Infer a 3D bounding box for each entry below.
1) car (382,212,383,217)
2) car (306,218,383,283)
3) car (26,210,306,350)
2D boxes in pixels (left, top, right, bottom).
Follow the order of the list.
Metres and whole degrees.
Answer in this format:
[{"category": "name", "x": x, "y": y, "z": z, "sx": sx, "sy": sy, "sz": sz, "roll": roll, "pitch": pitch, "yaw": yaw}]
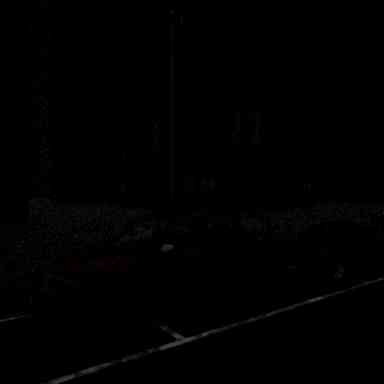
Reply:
[{"category": "car", "x": 8.908, "y": 1.309, "z": 12.999, "sx": 5.009, "sy": 1.841, "sz": 2.192, "roll": 0, "pitch": 0, "yaw": -35}, {"category": "car", "x": 4.286, "y": 1.562, "z": 9.703, "sx": 4.313, "sy": 1.339, "sz": 1.947, "roll": 0, "pitch": 0, "yaw": -35}, {"category": "car", "x": -0.337, "y": 1.313, "z": 6.407, "sx": 5.009, "sy": 1.841, "sz": 2.192, "roll": 0, "pitch": 0, "yaw": -35}]
